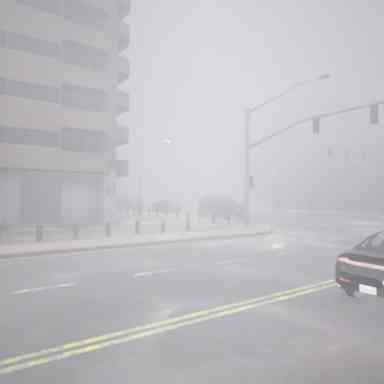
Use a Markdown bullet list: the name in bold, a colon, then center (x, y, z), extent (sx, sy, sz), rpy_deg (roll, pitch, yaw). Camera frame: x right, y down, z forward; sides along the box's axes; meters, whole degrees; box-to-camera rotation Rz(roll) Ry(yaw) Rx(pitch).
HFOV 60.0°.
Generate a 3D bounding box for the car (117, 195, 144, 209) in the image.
- **car**: center (-8.990, 1.411, 48.103), extent (2.150, 2.045, 5.566), rpy_deg (1, 0, -34)

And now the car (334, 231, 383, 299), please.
- **car**: center (5.189, 1.595, 7.450), extent (4.902, 1.511, 2.128), rpy_deg (1, 0, -35)

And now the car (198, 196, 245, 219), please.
- **car**: center (2.795, 1.413, 31.263), extent (2.150, 2.045, 5.566), rpy_deg (1, 0, -36)

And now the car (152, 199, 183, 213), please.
- **car**: center (-2.977, 1.668, 39.431), extent (1.882, 1.535, 5.008), rpy_deg (1, 0, -35)
